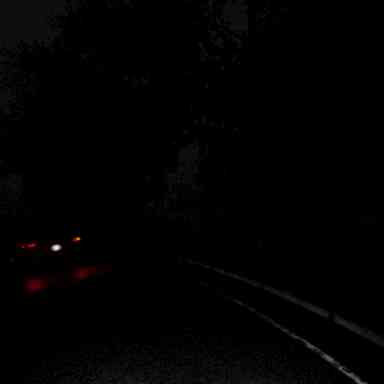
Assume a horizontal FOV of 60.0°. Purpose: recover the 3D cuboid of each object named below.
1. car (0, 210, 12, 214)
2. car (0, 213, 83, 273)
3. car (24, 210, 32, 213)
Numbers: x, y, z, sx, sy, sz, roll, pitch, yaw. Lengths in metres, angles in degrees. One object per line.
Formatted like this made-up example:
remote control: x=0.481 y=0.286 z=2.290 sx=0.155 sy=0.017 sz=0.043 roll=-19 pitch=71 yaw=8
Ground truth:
car: x=-35.027 y=4.065 z=62.119 sx=2.033 sy=1.411 sz=5.357 roll=-1 pitch=-5 yaw=-14
car: x=-5.412 y=1.606 z=11.018 sx=4.181 sy=1.385 sz=1.994 roll=-1 pitch=0 yaw=42
car: x=-32.597 y=4.371 z=66.935 sx=1.994 sy=1.385 sz=4.181 roll=-1 pitch=-5 yaw=-14
